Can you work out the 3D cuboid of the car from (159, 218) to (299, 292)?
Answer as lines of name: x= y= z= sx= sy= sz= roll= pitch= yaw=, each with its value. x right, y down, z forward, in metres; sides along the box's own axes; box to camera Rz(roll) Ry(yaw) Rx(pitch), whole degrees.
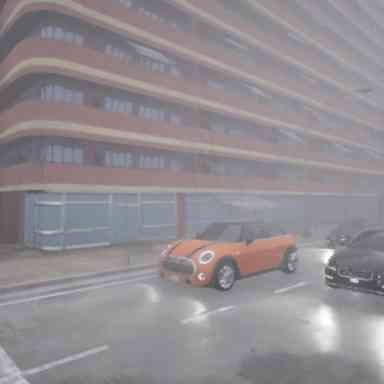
car: x=1.221 y=1.632 z=9.949 sx=4.553 sy=1.767 sz=2.097 roll=1 pitch=-2 yaw=-42

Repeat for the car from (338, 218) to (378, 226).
car: x=8.287 y=1.998 z=16.289 sx=4.181 sy=1.385 sz=1.994 roll=1 pitch=-2 yaw=-42

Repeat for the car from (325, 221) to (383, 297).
car: x=5.386 y=1.744 z=8.984 sx=4.892 sy=1.490 sz=1.837 roll=1 pitch=-2 yaw=-42
